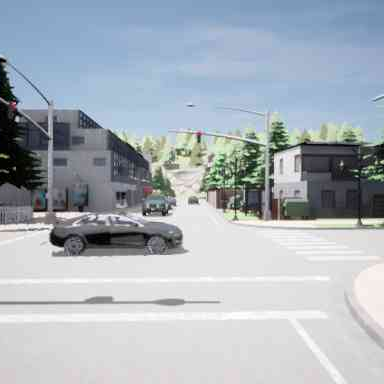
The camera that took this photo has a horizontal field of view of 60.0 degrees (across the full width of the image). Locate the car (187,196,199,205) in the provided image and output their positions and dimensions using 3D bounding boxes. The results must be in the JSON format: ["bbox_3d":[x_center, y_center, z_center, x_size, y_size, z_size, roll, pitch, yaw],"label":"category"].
[{"bbox_3d":[0.251,1.493,59.507,1.837,1.490,4.892,0,0,0],"label":"car"}]

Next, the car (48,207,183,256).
[{"bbox_3d":[-2.789,1.490,12.553,4.902,1.511,2.128,0,0,-4],"label":"car"}]

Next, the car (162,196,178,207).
[{"bbox_3d":[-3.448,1.481,52.972,2.128,1.511,4.902,0,0,0],"label":"car"}]

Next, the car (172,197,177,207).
[{"bbox_3d":[-3.491,1.483,42.704,2.128,1.511,4.902,0,0,0],"label":"car"}]

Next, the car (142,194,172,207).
[{"bbox_3d":[-3.519,1.215,32.654,2.150,2.045,5.566,0,0,0],"label":"car"}]
